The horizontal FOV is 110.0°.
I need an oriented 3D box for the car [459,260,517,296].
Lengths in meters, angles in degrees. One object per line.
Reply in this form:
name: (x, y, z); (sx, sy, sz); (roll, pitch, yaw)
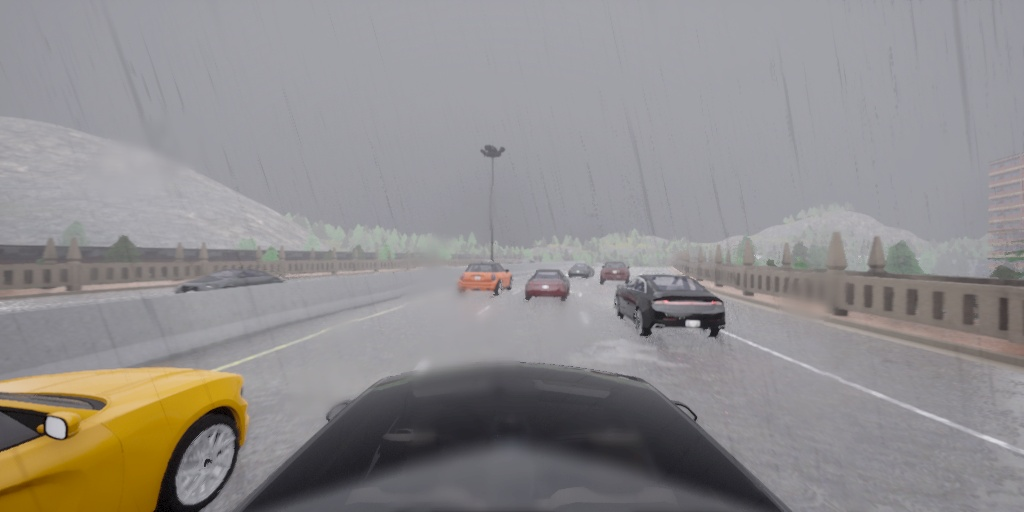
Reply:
car: (-1.308, 1.121, 19.892); (2.097, 1.767, 4.553); (0, 0, 11)

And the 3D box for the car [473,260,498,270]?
car: (-4.033, 1.331, 55.410); (1.812, 1.442, 4.674); (0, 0, 22)

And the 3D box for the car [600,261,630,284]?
car: (8.059, 1.172, 27.876); (2.097, 1.767, 4.553); (0, 0, 18)

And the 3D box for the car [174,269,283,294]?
car: (-12.745, 1.279, 16.494); (1.994, 1.385, 4.181); (0, 0, 9)

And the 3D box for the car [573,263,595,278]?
car: (6.713, 1.387, 34.522); (1.994, 1.385, 4.181); (0, 0, 21)

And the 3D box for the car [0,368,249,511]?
car: (-3.303, 1.213, 1.213); (1.882, 1.535, 5.008); (0, 0, -1)

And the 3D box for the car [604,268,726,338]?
car: (4.213, 1.271, 10.291); (2.128, 1.511, 4.902); (0, 0, 6)

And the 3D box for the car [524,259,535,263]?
car: (2.521, 1.322, 62.293); (1.882, 1.535, 5.008); (0, 0, 22)

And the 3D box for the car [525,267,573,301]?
car: (1.845, 1.344, 17.840); (1.994, 1.385, 4.181); (0, 0, 11)

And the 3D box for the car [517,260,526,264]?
car: (-0.295, 1.410, 45.973); (1.895, 1.301, 4.718); (0, 0, 22)
